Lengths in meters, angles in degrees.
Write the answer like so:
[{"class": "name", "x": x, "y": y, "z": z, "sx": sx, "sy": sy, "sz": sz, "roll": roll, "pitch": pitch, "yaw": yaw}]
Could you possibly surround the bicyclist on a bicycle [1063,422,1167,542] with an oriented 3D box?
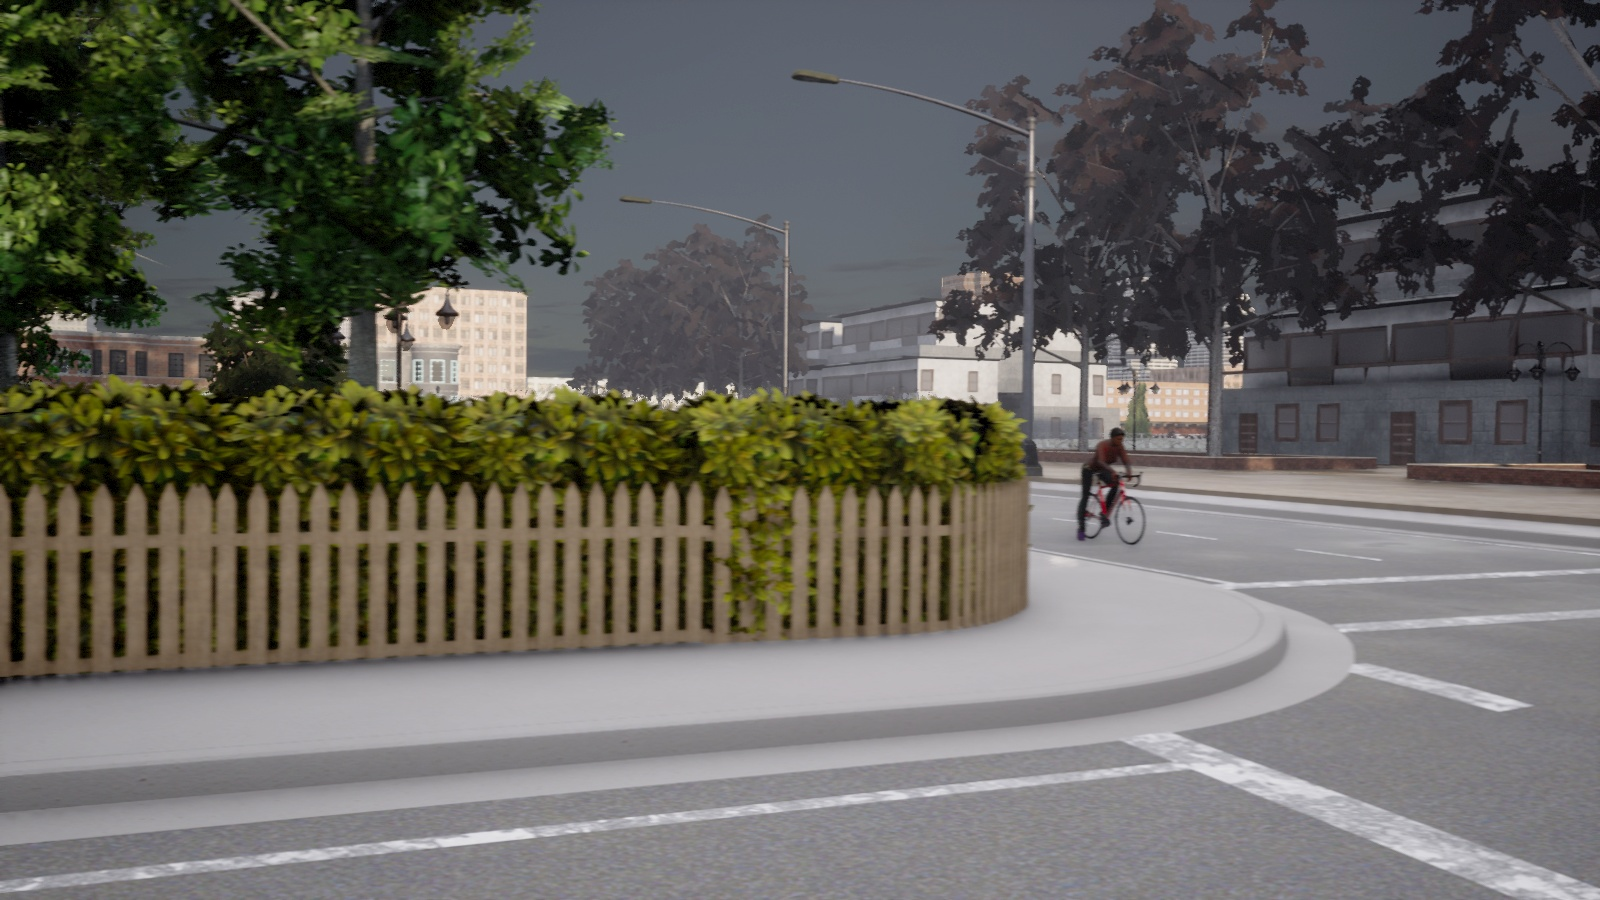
[{"class": "bicyclist on a bicycle", "x": 4.448, "y": 0.412, "z": 17.852, "sx": 0.582, "sy": 1.620, "sz": 1.656, "roll": -1, "pitch": 1, "yaw": -21}]
